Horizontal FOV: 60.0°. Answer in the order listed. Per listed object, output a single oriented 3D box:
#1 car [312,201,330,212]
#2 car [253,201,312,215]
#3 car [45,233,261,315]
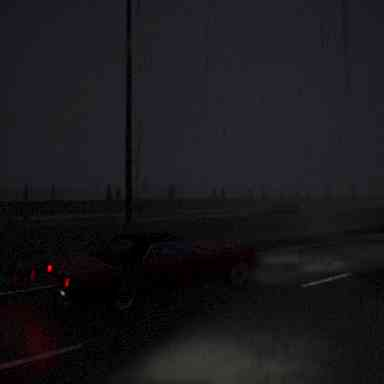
[{"bbox_3d":[11.977,1.587,34.020,4.718,1.301,1.895,0,0,-35],"label":"car"},{"bbox_3d":[6.912,1.496,26.117,4.892,1.490,1.837,0,0,-35],"label":"car"},{"bbox_3d":[-0.649,1.599,7.583,4.718,1.301,1.895,0,0,-36],"label":"car"}]
